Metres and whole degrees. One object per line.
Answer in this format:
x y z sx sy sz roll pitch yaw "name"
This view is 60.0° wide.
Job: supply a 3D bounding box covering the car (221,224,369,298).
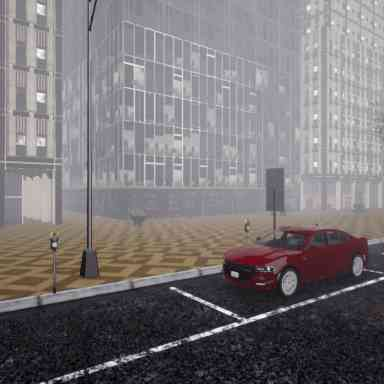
2.758 1.545 8.538 4.507 1.381 1.887 0 0 -36 "car"
